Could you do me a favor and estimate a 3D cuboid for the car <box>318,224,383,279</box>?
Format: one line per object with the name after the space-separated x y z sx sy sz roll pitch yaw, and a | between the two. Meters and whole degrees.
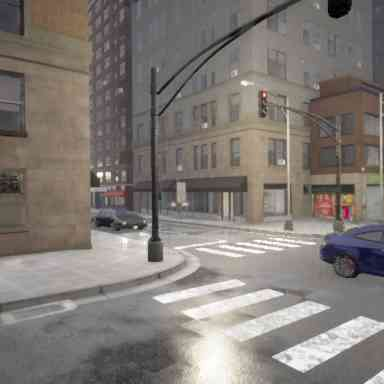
5.470 1.544 8.196 1.812 1.442 4.674 0 0 -37 | car

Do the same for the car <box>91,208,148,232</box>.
-4.952 1.742 21.867 2.033 1.411 5.357 -1 0 -37 | car
